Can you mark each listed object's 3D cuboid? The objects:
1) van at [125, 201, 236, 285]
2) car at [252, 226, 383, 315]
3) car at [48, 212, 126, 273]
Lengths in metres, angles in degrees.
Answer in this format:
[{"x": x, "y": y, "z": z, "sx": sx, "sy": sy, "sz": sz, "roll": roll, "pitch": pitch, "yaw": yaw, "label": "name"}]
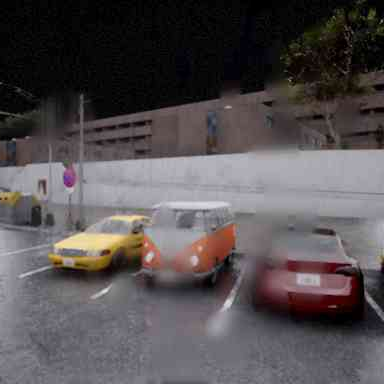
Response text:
[{"x": 0.068, "y": 1.247, "z": 9.294, "sx": 1.878, "sy": 1.987, "sz": 4.442, "roll": 1, "pitch": 0, "yaw": 15, "label": "van"}, {"x": 2.530, "y": 1.514, "z": 7.707, "sx": 2.163, "sy": 1.488, "sz": 4.792, "roll": 0, "pitch": -1, "yaw": 15, "label": "car"}, {"x": -2.383, "y": 1.460, "z": 10.953, "sx": 1.946, "sy": 1.575, "sz": 5.366, "roll": 1, "pitch": 0, "yaw": 15, "label": "car"}]
